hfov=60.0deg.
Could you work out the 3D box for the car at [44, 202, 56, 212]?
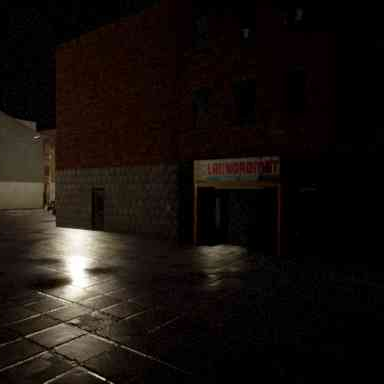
[{"bbox_3d":[-14.532,1.523,38.365,2.128,1.511,4.902,0,0,36],"label":"car"}]
